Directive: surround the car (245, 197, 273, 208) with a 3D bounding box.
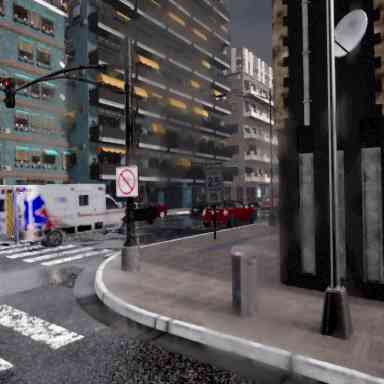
[{"bbox_3d":[8.845,1.311,43.501,1.947,1.339,4.313,-1,0,36],"label":"car"}]

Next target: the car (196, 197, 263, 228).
[{"bbox_3d":[2.383,1.201,20.186,1.967,1.590,4.097,-1,0,36],"label":"car"}]

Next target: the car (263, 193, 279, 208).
[{"bbox_3d":[10.071,1.060,40.761,2.097,1.767,4.553,-1,0,36],"label":"car"}]

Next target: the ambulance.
[{"bbox_3d":[-5.291,0.922,14.397,2.351,2.431,6.366,-1,1,36],"label":"ambulance"}]

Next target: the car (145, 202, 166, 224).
[{"bbox_3d":[-4.215,1.389,21.159,2.128,1.511,4.902,-1,0,36],"label":"car"}]

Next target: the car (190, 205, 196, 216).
[{"bbox_3d":[1.716,1.321,29.308,1.837,1.490,4.892,-1,0,36],"label":"car"}]

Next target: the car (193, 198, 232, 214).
[{"bbox_3d":[2.180,1.384,34.339,2.008,1.369,4.403,-1,0,36],"label":"car"}]
